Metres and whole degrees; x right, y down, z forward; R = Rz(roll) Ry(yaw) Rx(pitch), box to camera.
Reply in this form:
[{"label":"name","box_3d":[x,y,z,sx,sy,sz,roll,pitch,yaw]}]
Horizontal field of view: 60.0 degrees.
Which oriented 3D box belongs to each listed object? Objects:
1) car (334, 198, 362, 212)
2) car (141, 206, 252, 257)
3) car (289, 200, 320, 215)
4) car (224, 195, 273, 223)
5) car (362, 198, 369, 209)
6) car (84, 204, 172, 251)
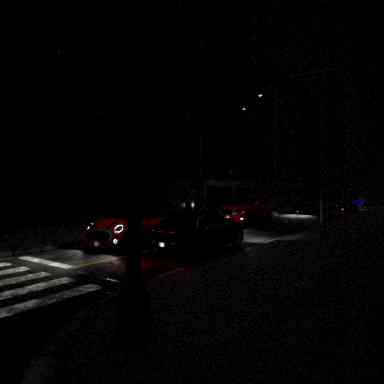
[{"label":"car","box_3d":[17.831,1.606,38.350,1.895,1.301,4.718,0,0,35]},{"label":"car","box_3d":[0.370,1.510,13.133,1.837,1.490,4.892,0,0,35]},{"label":"car","box_3d":[11.854,1.538,34.763,2.033,1.411,5.357,0,0,35]},{"label":"car","box_3d":[3.760,1.214,23.061,2.150,2.045,5.566,0,0,35]},{"label":"car","box_3d":[23.574,1.538,46.751,1.812,1.442,4.674,0,0,35]},{"label":"car","box_3d":[-2.309,1.345,14.217,2.097,1.767,4.553,0,0,34]}]
